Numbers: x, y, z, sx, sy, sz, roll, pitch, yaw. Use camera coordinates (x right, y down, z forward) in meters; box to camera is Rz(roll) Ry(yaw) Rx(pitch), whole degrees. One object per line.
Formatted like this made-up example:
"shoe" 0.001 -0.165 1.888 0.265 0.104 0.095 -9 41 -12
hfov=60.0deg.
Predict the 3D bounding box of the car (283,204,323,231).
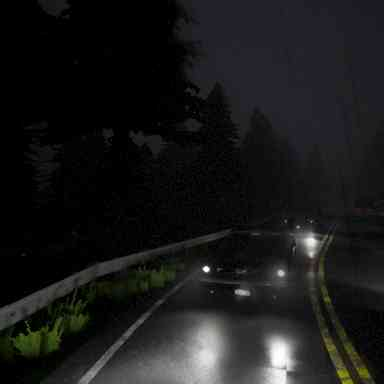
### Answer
"car" 6.838 1.458 20.173 2.033 1.411 5.357 -2 0 26

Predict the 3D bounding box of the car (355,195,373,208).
"car" 20.825 1.057 40.167 2.128 1.511 4.902 -2 0 28

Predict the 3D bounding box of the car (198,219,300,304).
"car" 1.644 1.599 8.435 1.895 1.301 4.718 -1 0 18
